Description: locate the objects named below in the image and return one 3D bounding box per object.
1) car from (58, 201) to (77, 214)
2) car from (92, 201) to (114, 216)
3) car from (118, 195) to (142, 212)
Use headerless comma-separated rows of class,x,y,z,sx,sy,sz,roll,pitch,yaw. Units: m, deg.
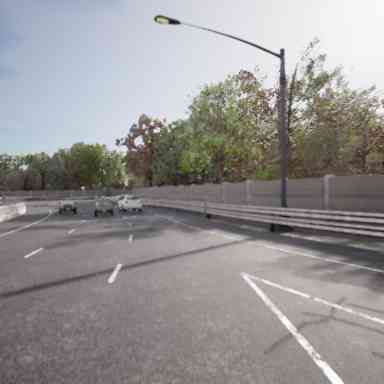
car,-14.499,1.725,38.784,1.812,1.442,4.674,0,0,-21
car,-9.207,1.635,34.405,2.128,1.511,4.902,0,0,-18
car,-7.621,1.360,40.516,2.150,2.045,5.566,0,0,-21
